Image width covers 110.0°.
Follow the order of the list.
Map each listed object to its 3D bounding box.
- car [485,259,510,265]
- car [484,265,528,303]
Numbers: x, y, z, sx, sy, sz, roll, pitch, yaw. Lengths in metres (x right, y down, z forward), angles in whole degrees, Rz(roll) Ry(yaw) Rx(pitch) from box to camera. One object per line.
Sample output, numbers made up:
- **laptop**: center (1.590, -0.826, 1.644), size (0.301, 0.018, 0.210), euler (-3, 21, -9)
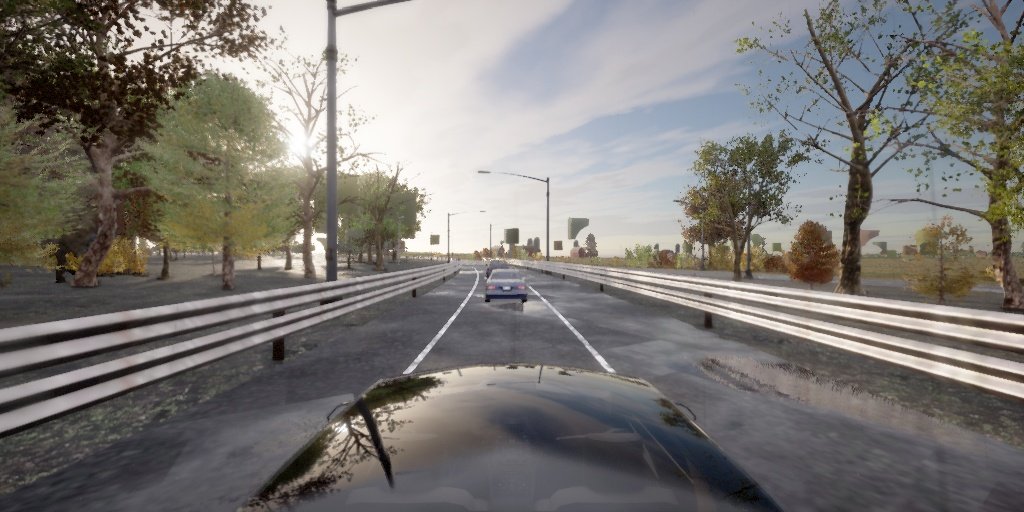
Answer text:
- **car**: center (-1.250, 1.100, 31.617), size (2.097, 1.767, 4.553), euler (0, 0, -5)
- **car**: center (-0.315, 1.308, 16.605), size (2.033, 1.411, 5.357), euler (0, 0, -2)
